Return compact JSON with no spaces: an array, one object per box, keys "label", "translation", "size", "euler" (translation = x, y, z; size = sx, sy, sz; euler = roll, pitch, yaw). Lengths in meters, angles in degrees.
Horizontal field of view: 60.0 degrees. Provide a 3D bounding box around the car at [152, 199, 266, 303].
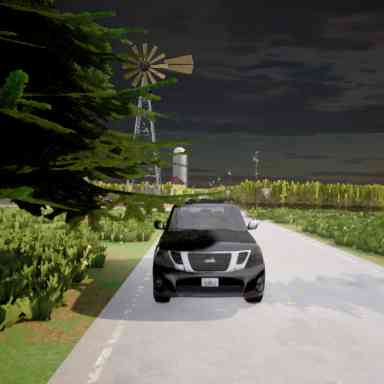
[{"label":"car","translation":[0.330,1.221,8.563],"size":[2.150,2.045,5.566],"euler":[0,0,0]}]
